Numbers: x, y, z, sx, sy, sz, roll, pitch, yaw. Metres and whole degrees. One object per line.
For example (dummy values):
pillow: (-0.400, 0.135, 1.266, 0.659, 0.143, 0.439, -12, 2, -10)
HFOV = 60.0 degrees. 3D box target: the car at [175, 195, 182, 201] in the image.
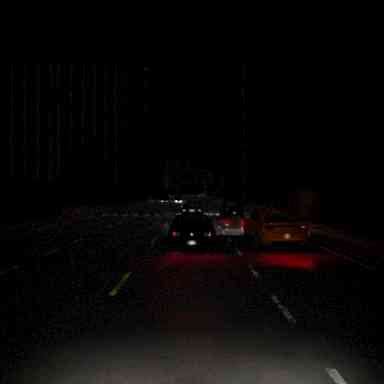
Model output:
car: (-3.500, 1.514, 87.251, 2.128, 1.511, 4.902, 0, 0, 0)

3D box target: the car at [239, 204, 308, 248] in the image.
car: (3.500, 1.484, 14.702, 1.882, 1.535, 5.008, 0, 0, 0)

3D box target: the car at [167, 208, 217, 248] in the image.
car: (0.000, 1.615, 14.732, 1.895, 1.301, 4.718, 0, 0, 0)

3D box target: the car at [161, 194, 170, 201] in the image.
car: (-7.000, 1.344, 87.285, 2.097, 1.767, 4.553, 0, 0, 0)

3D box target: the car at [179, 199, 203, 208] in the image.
car: (0.000, 1.562, 29.702, 2.033, 1.411, 5.357, 0, 0, 0)

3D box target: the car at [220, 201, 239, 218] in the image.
car: (3.500, 1.532, 29.702, 1.812, 1.442, 4.674, 0, 0, 0)
